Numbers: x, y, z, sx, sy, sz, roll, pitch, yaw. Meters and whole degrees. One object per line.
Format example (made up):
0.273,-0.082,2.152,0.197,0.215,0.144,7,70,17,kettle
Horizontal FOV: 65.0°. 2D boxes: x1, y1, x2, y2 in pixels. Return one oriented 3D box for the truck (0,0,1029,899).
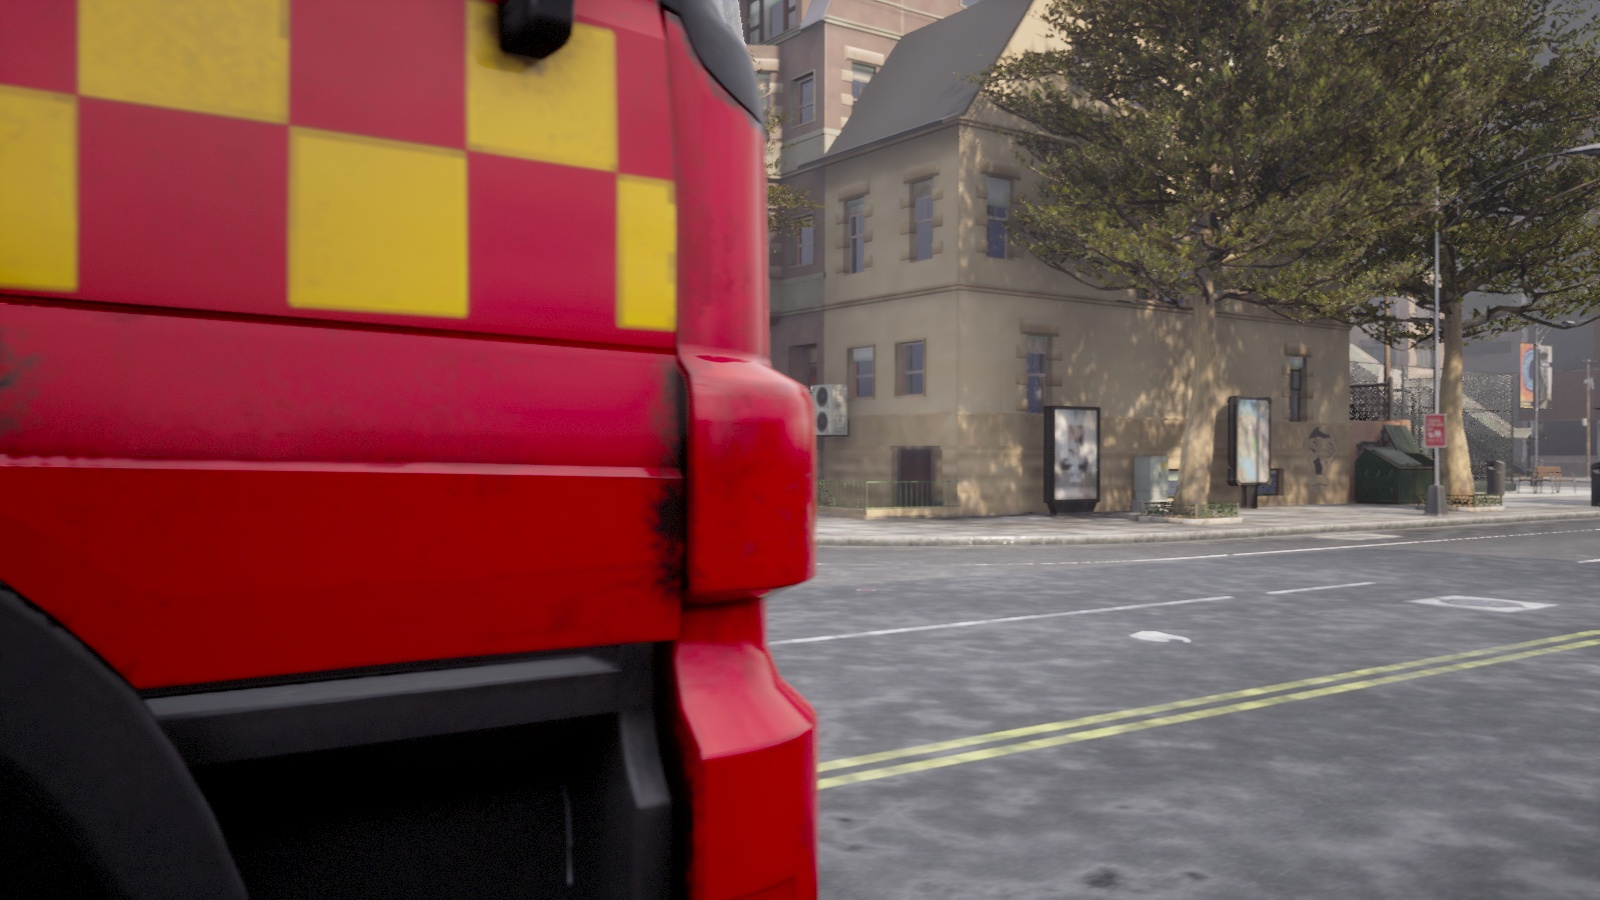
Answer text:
-3.909,-0.413,0.916,8.468,3.827,2.891,0,0,-35,truck
